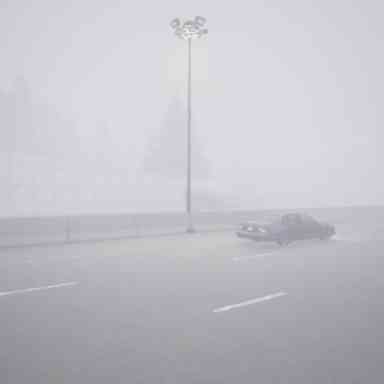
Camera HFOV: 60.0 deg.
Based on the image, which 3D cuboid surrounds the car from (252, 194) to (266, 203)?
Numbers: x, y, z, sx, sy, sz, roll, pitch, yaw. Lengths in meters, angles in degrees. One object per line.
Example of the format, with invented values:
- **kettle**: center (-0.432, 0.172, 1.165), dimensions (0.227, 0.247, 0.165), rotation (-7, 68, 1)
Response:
- **car**: center (16.074, 1.522, 79.833), dimensions (2.150, 2.045, 5.566), rotation (0, 1, -5)

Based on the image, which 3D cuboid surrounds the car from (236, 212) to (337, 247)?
- **car**: center (4.514, 1.630, 15.579), dimensions (5.357, 1.411, 2.033), rotation (0, 0, -35)
